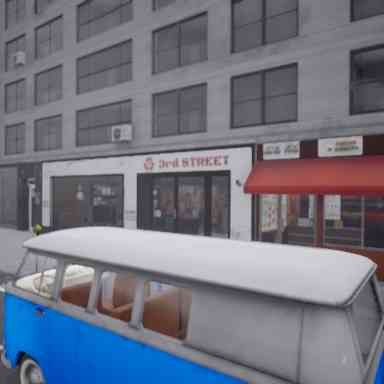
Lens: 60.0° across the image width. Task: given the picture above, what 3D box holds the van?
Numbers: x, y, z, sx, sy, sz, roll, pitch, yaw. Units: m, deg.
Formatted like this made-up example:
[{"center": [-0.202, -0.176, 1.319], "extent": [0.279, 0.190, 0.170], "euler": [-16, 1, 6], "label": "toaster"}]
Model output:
[{"center": [-0.268, 1.329, 3.268], "extent": [3.998, 1.788, 1.690], "euler": [0, 0, 35], "label": "van"}]
